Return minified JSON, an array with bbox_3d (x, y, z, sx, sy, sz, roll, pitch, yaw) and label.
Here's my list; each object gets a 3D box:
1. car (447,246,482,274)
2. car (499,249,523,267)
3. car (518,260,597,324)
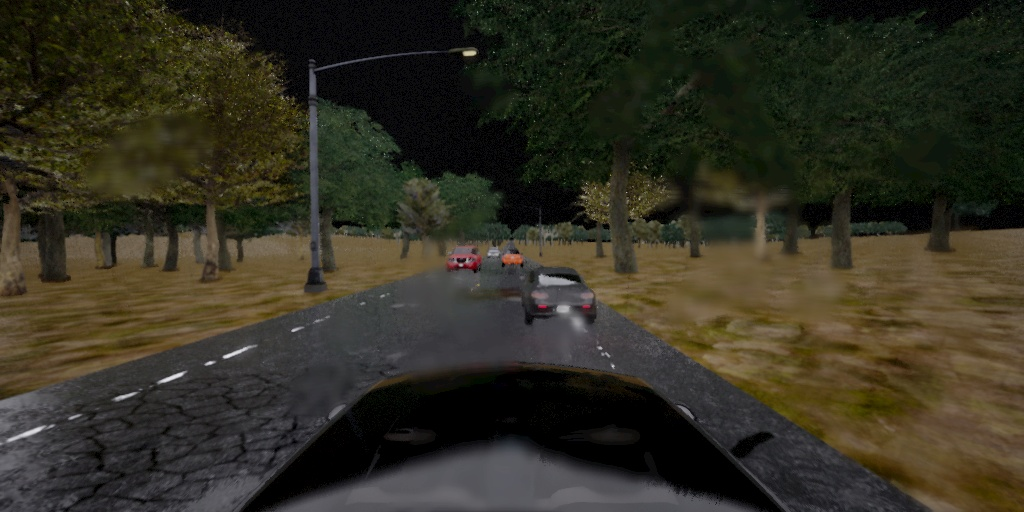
[{"bbox_3d":[-3.593,0.211,28.042,2.150,2.045,5.566,0,2,0],"label":"car"},{"bbox_3d":[0.070,0.100,36.472,2.097,1.767,4.553,0,2,0],"label":"car"},{"bbox_3d":[1.226,1.017,10.606,1.812,1.442,4.674,0,2,0],"label":"car"}]
